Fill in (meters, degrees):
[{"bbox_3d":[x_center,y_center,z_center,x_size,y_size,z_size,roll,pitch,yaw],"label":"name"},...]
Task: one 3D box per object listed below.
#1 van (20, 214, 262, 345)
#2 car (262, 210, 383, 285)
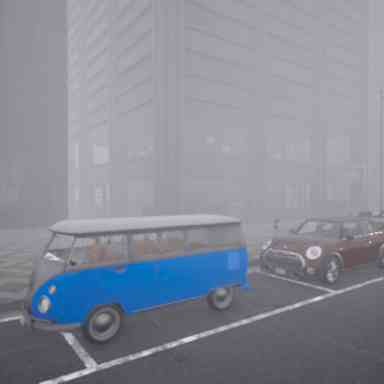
[{"bbox_3d":[-0.780,1.336,6.096,3.998,1.788,1.690,0,0,-35],"label":"van"},{"bbox_3d":[3.808,1.427,9.369,4.097,1.590,1.967,0,0,-35],"label":"car"}]
